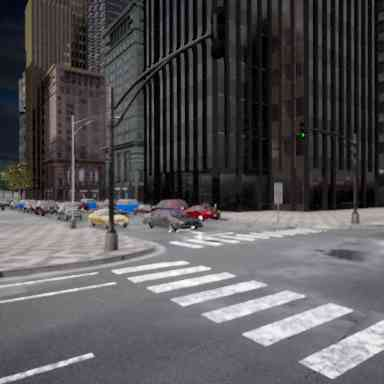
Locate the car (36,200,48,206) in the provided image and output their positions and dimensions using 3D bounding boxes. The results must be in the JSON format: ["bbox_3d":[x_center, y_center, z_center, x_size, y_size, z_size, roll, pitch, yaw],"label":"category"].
[{"bbox_3d":[-37.726,2.722,83.454,2.008,1.369,4.403,-1,0,-35],"label":"car"}]

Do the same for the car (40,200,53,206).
[{"bbox_3d":[-34.710,2.673,79.216,1.947,1.339,4.313,-1,0,-35],"label":"car"}]

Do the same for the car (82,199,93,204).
[{"bbox_3d":[-16.947,2.143,49.595,1.882,1.535,5.008,0,-1,-35],"label":"car"}]

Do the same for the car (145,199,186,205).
[{"bbox_3d":[-2.291,1.680,33.672,2.192,1.841,5.009,-1,0,-35],"label":"car"}]

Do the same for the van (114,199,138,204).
[{"bbox_3d":[-8.181,1.844,41.968,1.690,1.788,3.998,-1,0,-35],"label":"van"}]

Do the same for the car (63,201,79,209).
[{"bbox_3d":[-22.644,2.419,62.262,1.802,1.307,4.206,-1,0,-35],"label":"car"}]

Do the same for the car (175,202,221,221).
[{"bbox_3d":[0.659,1.840,29.524,1.887,1.381,4.507,-1,0,-35],"label":"car"}]

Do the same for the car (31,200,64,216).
[{"bbox_3d":[-17.632,1.907,40.510,2.192,1.841,5.009,-1,0,-35],"label":"car"}]

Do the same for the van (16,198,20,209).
[{"bbox_3d":[-26.130,2.129,52.452,1.690,1.788,3.998,-1,0,-35],"label":"van"}]

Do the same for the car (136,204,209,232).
[{"bbox_3d":[-1.487,1.802,22.439,2.033,1.411,5.357,0,-1,-36],"label":"car"}]

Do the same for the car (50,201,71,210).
[{"bbox_3d":[-22.999,2.351,58.013,2.033,1.411,5.357,0,-1,-35],"label":"car"}]

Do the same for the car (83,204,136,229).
[{"bbox_3d":[-6.197,1.849,24.450,1.752,1.417,4.829,-1,0,-35],"label":"car"}]

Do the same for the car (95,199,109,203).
[{"bbox_3d":[-11.126,1.887,46.116,2.192,1.841,5.009,-1,0,-35],"label":"car"}]

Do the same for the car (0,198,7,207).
[{"bbox_3d":[-41.251,2.673,73.703,1.887,1.381,4.507,-1,0,-35],"label":"car"}]

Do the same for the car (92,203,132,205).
[{"bbox_3d":[-7.550,1.998,30.961,1.895,1.301,4.718,0,-1,-35],"label":"car"}]

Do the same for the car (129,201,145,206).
[{"bbox_3d":[-5.230,2.016,37.820,1.802,1.307,4.206,-1,0,-35],"label":"car"}]

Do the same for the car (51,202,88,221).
[{"bbox_3d":[-11.961,2.010,32.549,2.008,1.369,4.403,-1,0,-35],"label":"car"}]

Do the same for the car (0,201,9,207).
[{"bbox_3d":[-44.367,2.778,78.083,1.802,1.307,4.206,-1,0,-35],"label":"car"}]

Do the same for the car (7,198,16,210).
[{"bbox_3d":[-31.898,2.360,60.558,1.967,1.590,4.097,-1,0,-35],"label":"car"}]

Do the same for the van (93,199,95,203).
[{"bbox_3d":[-17.015,2.049,54.412,1.690,1.788,3.998,-1,0,-35],"label":"van"}]

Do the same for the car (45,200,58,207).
[{"bbox_3d":[-31.693,2.607,74.977,1.947,1.339,4.313,-1,0,-35],"label":"car"}]

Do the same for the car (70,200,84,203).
[{"bbox_3d":[-15.948,2.072,42.792,1.882,1.535,5.008,0,0,-35],"label":"car"}]

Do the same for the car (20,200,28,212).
[{"bbox_3d":[-23.295,2.163,48.471,1.967,1.590,4.097,-1,0,-35],"label":"car"}]

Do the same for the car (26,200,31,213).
[{"bbox_3d":[-20.460,2.202,44.491,1.887,1.381,4.507,-1,0,-35],"label":"car"}]
